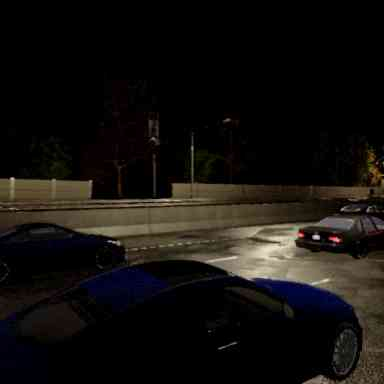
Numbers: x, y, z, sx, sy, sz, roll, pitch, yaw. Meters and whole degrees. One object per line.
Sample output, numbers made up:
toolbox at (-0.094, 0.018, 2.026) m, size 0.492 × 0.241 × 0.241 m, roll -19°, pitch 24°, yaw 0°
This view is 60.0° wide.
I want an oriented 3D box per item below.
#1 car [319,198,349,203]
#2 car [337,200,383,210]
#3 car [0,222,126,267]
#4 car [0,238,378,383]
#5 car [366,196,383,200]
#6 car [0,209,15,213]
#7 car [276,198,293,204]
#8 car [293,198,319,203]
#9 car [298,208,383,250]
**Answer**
car at (19.124, 1.516, 43.366) m, size 4.674 × 1.442 × 1.812 m, roll 0°, pitch 0°, yaw -35°
car at (10.338, 1.477, 19.706) m, size 4.902 × 1.511 × 2.128 m, roll 0°, pitch 0°, yaw -35°
car at (-4.038, 1.562, 9.463) m, size 4.181 × 1.385 × 1.994 m, roll 0°, pitch 0°, yaw -35°
car at (0.035, 1.524, 3.770) m, size 4.674 × 1.442 × 1.812 m, roll 0°, pitch 0°, yaw -35°
car at (22.939, 1.344, 41.786) m, size 4.553 × 1.767 × 2.097 m, roll 0°, pitch 0°, yaw -35°
car at (-11.609, 1.492, 17.207) m, size 4.902 × 1.511 × 2.128 m, roll 0°, pitch 0°, yaw -35°
car at (14.688, 1.537, 48.793) m, size 5.357 × 1.411 × 2.033 m, roll 0°, pitch 0°, yaw -35°
car at (16.874, 1.538, 46.058) m, size 5.357 × 1.411 × 2.033 m, roll 0°, pitch 0°, yaw -35°
car at (6.141, 1.538, 12.418) m, size 5.357 × 1.411 × 2.033 m, roll 0°, pitch 0°, yaw -35°
